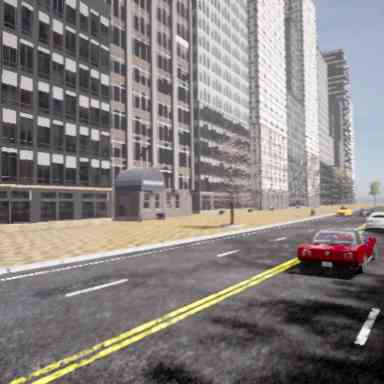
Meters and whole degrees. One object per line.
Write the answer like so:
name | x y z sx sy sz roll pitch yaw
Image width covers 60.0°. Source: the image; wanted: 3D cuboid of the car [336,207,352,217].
car | 24.830 3.173 54.329 1.882 1.535 5.008 -2 -2 33

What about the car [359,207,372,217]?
car | 27.709 3.095 52.811 2.128 1.511 4.902 -2 -2 33

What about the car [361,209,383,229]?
car | 14.548 2.298 25.615 1.812 1.442 4.674 -2 -2 33

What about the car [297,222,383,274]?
car | 5.444 1.988 12.053 1.895 1.301 4.718 -2 -3 35
